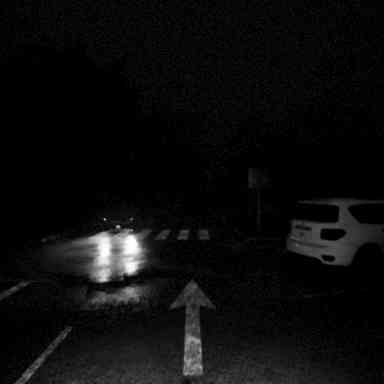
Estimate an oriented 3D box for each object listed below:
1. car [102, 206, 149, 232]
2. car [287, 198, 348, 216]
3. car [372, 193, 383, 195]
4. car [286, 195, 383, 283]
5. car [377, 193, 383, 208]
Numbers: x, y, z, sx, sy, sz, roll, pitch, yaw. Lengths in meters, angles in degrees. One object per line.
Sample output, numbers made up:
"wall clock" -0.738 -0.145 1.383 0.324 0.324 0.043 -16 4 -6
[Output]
"car" -3.875 1.536 19.946 1.895 1.301 4.718 0 0 2
"car" 11.673 1.380 31.183 5.008 1.535 1.882 0 0 -5
"car" 24.010 1.109 42.697 2.435 2.045 5.566 0 -1 -21
"car" 5.396 1.202 9.577 5.566 2.045 2.435 1 0 -20
"car" 27.070 1.110 42.731 2.435 2.045 5.566 1 -1 -22
